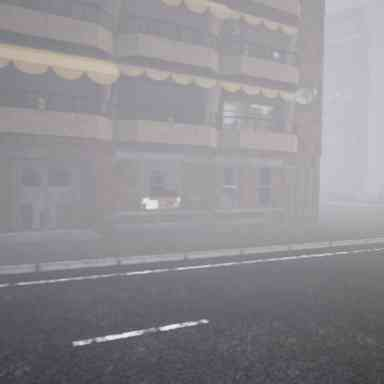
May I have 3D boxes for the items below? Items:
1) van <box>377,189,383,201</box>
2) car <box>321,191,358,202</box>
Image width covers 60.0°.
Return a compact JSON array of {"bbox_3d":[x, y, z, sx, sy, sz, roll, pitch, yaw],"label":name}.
[{"bbox_3d":[27.520,0.466,45.008,3.998,1.788,1.690,3,1,33],"label":"van"},{"bbox_3d":[18.170,0.569,41.030,4.206,1.307,1.802,3,1,33],"label":"car"}]
